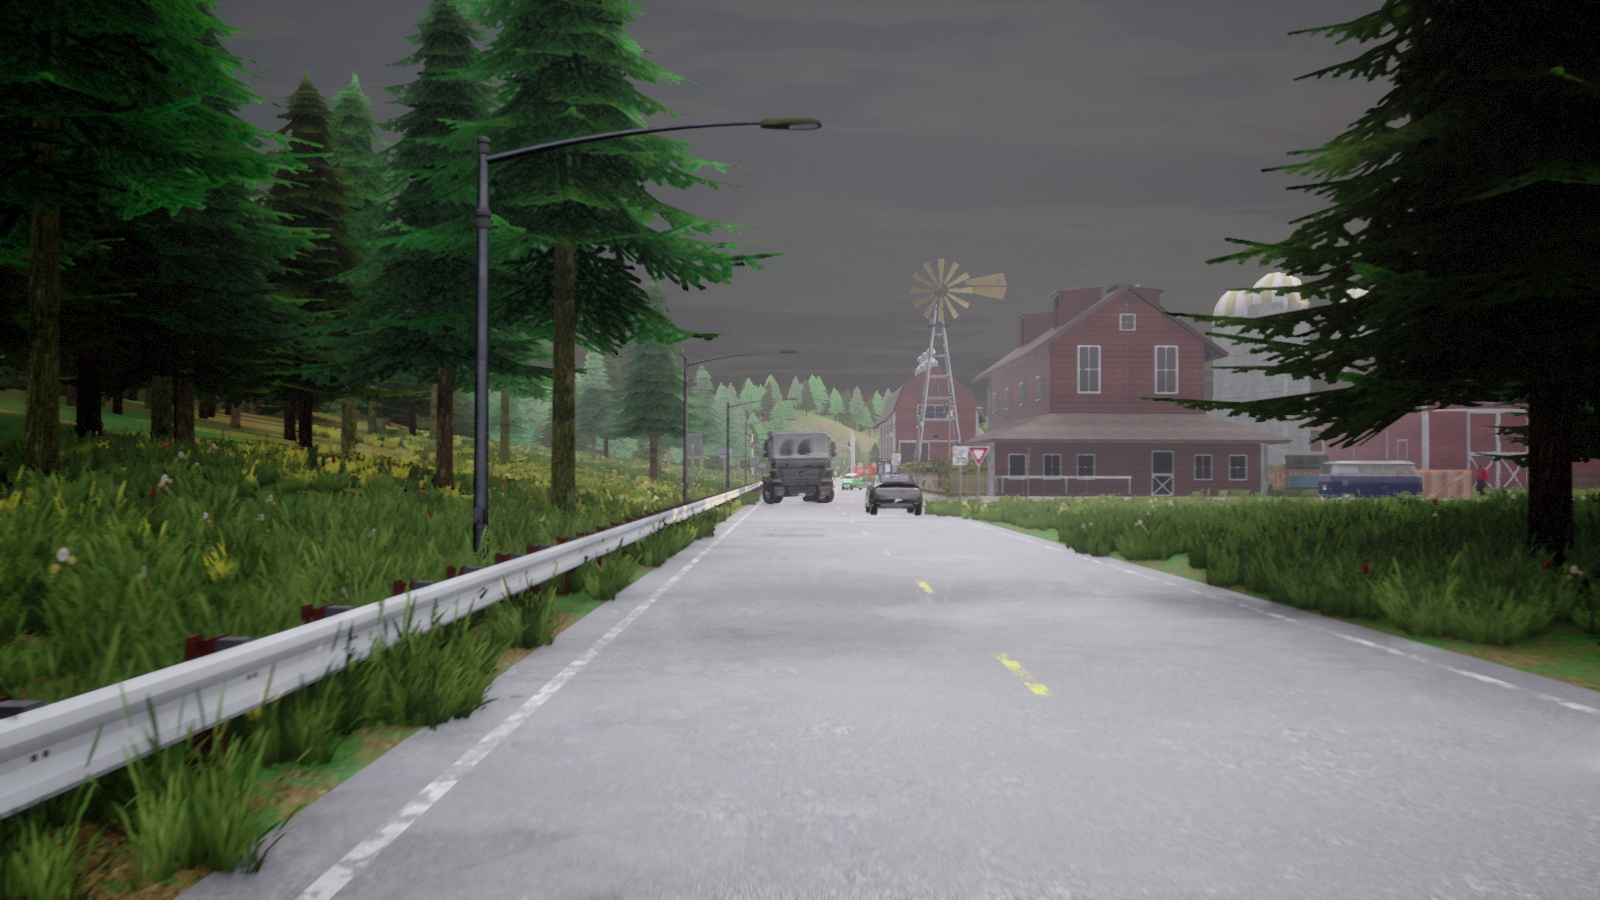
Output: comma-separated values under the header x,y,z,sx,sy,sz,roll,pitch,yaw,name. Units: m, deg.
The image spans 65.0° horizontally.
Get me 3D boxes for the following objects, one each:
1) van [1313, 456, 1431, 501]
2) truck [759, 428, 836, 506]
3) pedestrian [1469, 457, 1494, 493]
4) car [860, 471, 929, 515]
x,y,z,sx,sy,sz,roll,pitch,yaw,name
25.627,1.268,56.328,4.442,1.987,1.775,0,-1,0,van
-0.234,0.828,60.838,2.891,3.462,7.936,-1,-1,-6,truck
34.721,1.262,63.994,0.899,1.844,0.634,0,-1,-3,pedestrian
3.389,1.525,45.880,2.128,1.511,4.902,0,-1,0,car
